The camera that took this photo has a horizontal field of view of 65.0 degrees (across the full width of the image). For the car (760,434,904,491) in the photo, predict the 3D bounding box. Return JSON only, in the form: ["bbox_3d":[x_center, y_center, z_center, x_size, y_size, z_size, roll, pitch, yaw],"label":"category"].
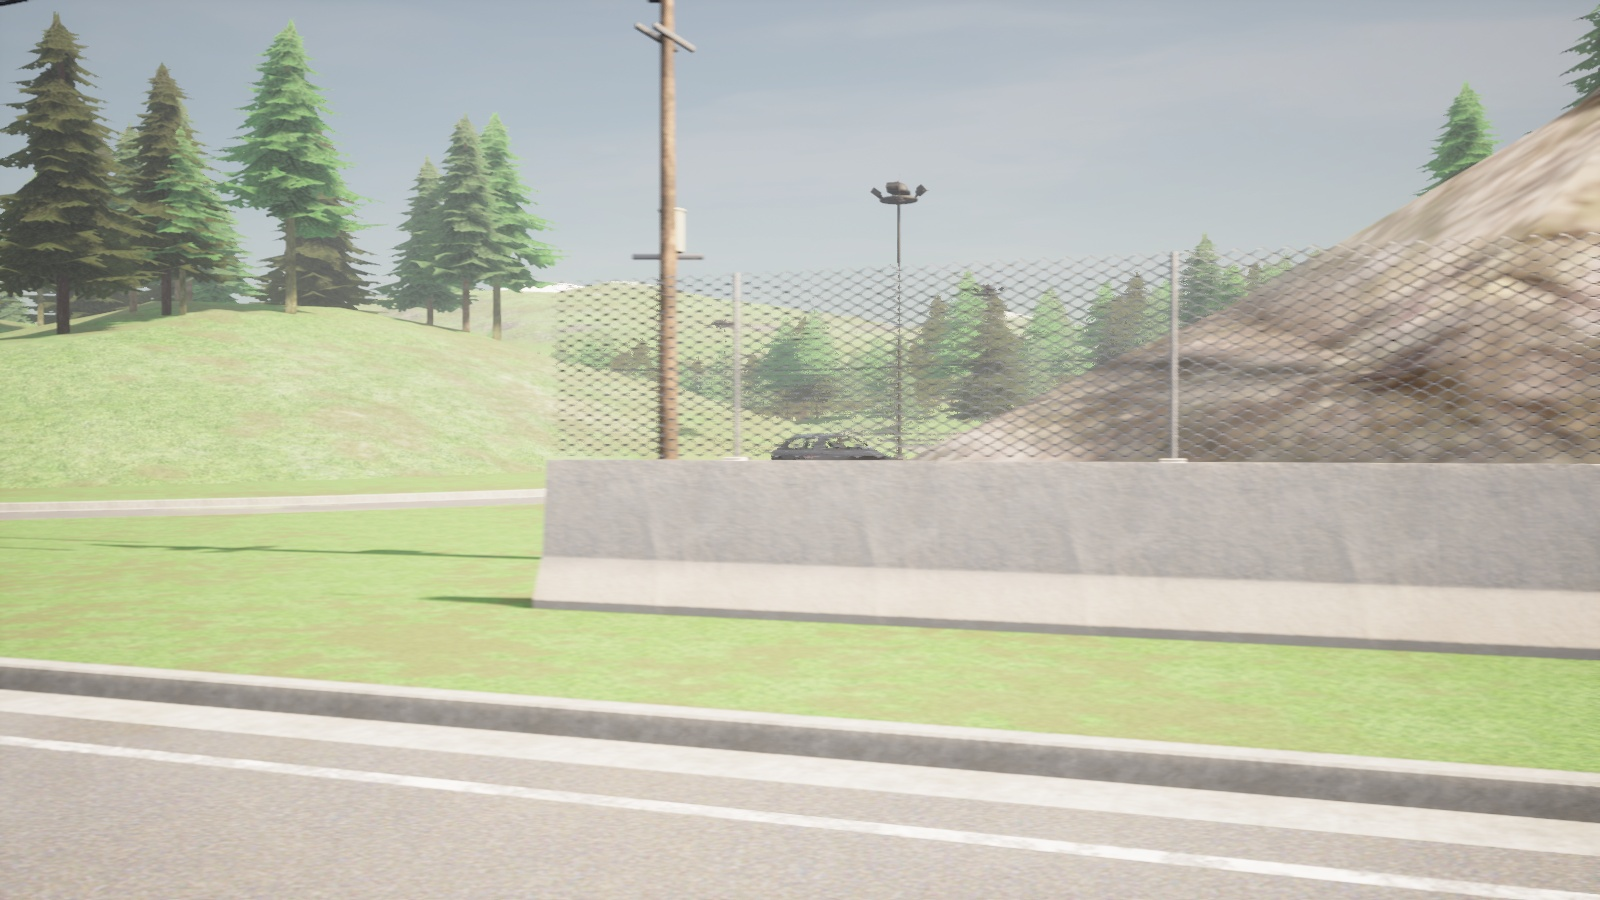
[{"bbox_3d":[0.948,0.291,34.522,1.816,1.474,4.193,1,1,38],"label":"car"}]
